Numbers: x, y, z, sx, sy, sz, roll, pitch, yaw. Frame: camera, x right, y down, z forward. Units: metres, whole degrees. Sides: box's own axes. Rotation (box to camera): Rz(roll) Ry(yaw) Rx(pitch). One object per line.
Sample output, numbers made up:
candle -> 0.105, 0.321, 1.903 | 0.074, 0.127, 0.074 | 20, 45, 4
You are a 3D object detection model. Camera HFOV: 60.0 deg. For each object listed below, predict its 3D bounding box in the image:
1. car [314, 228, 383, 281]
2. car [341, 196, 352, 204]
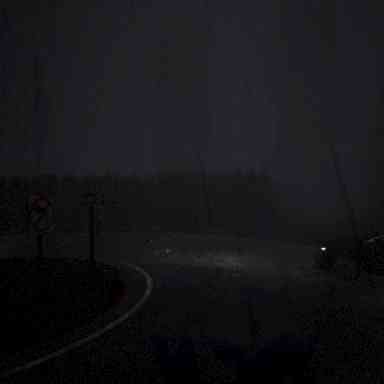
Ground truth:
car -> 5.567, 1.450, 8.121 | 4.902, 1.511, 2.128 | -1, 0, 37
car -> 25.609, 1.301, 55.915 | 1.994, 1.381, 4.181 | -1, 0, 18
